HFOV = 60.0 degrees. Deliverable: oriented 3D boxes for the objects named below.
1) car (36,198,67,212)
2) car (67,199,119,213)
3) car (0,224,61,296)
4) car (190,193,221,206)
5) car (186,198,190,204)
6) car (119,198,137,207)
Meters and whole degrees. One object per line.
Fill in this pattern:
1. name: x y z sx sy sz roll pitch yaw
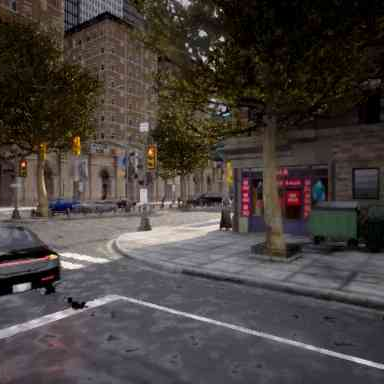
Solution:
1. car: -14.548 1.477 36.618 1.882 1.535 5.008 0 0 36
2. car: -10.646 1.600 36.045 1.895 1.301 4.718 0 0 36
3. car: -4.705 1.495 7.725 2.128 1.511 4.902 -1 1 -43
4. car: 2.666 1.220 54.489 2.150 2.045 5.566 0 0 36
5. car: 0.554 1.547 57.536 2.033 1.411 5.357 0 0 36
6. car: -10.277 1.595 47.932 1.895 1.301 4.718 0 0 36
